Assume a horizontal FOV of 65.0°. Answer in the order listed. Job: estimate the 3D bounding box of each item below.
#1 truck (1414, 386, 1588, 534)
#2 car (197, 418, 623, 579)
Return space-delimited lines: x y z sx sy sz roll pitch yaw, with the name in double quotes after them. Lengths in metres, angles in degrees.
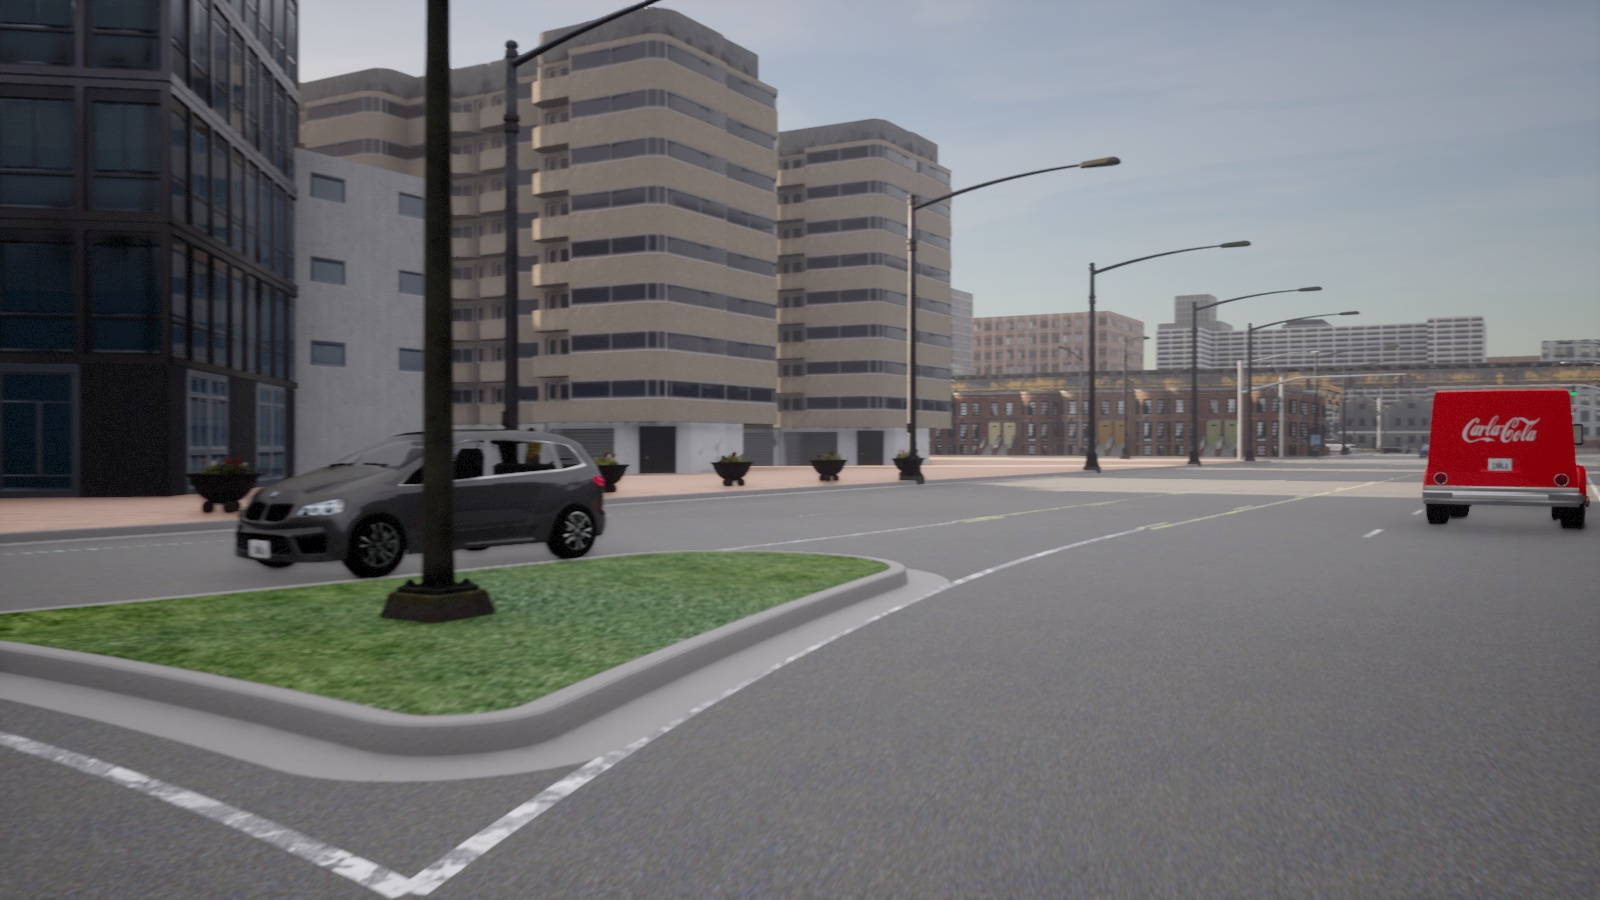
13.408 0.155 23.898 2.627 2.467 5.204 0 0 31 "truck"
-4.631 0.492 15.556 2.242 1.667 4.611 0 0 37 "car"
